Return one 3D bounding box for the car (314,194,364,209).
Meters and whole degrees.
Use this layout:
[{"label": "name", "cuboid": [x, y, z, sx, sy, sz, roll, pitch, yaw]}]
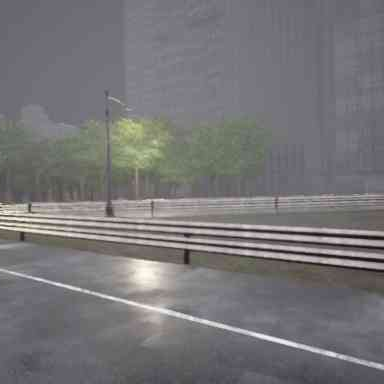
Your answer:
[{"label": "car", "cuboid": [14.800, 0.945, 33.400, 4.902, 1.511, 2.128, -2, -1, -6]}]
